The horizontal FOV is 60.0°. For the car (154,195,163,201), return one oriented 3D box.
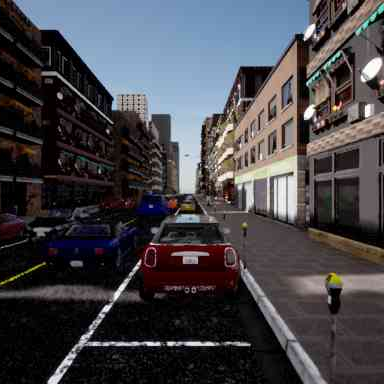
[{"bbox_3d":[-8.834,1.541,87.882,2.008,1.369,4.403,0,0,0],"label":"car"}]

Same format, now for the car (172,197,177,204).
[{"bbox_3d":[-3.044,1.350,43.410,2.097,1.767,4.553,0,0,0],"label":"car"}]

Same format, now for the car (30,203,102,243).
[{"bbox_3d":[-6.246,1.492,16.186,2.128,1.511,4.902,0,0,0],"label":"car"}]

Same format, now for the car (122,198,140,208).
[{"bbox_3d":[-8.834,1.543,48.430,1.887,1.381,4.507,0,0,0],"label":"car"}]

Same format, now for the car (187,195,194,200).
[{"bbox_3d":[-0.452,1.513,93.685,1.752,1.417,4.829,0,0,0],"label":"car"}]

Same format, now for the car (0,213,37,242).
[{"bbox_3d":[-8.835,1.583,14.612,1.802,1.307,4.206,0,0,0],"label":"car"}]

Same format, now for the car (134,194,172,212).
[{"bbox_3d":[-3.145,1.221,28.244,2.150,2.045,5.566,0,0,0],"label":"car"}]

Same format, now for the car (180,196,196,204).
[{"bbox_3d":[-0.454,1.525,37.323,1.752,1.417,4.829,0,0,0],"label":"car"}]

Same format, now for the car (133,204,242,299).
[{"bbox_3d":[-0.032,1.353,8.619,2.097,1.767,4.553,0,0,0],"label":"car"}]

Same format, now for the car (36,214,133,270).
[{"bbox_3d":[-3.045,1.601,11.031,1.895,1.301,4.718,0,0,0],"label":"car"}]

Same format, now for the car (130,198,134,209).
[{"bbox_3d":[-8.834,1.439,42.793,1.967,1.590,4.097,0,0,0],"label":"car"}]

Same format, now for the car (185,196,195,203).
[{"bbox_3d":[-0.453,1.545,70.970,2.008,1.369,4.403,0,0,0],"label":"car"}]

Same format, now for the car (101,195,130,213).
[{"bbox_3d":[-8.833,1.314,37.157,2.192,1.841,5.009,0,0,0],"label":"car"}]
